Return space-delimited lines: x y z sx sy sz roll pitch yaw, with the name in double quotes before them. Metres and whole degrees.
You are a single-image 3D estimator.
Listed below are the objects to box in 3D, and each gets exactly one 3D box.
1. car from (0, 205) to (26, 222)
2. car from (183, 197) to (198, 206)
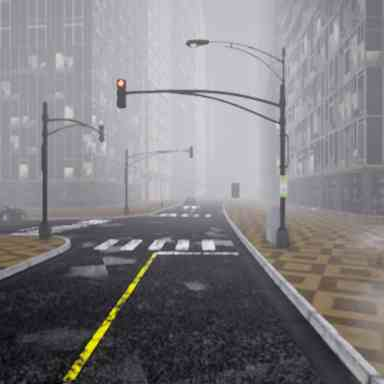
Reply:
"car" -16.454 1.797 28.447 4.403 1.369 2.008 -1 1 10
"car" -0.236 1.451 50.733 1.994 1.385 4.181 0 1 6
